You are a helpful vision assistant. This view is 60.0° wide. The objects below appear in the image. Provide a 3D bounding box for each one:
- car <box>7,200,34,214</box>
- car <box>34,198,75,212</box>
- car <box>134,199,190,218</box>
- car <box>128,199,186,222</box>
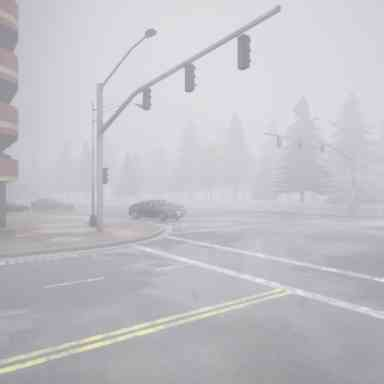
[{"bbox_3d":[-19.582,1.488,34.223,5.357,1.411,2.033,0,0,10],"label":"car"},{"bbox_3d":[-15.392,1.414,36.669,5.008,1.535,1.882,1,0,15],"label":"car"},{"bbox_3d":[-2.789,1.421,30.329,4.902,1.511,2.128,0,0,35],"label":"car"},{"bbox_3d":[-2.860,1.423,25.774,4.902,1.511,2.128,0,0,38],"label":"car"}]
